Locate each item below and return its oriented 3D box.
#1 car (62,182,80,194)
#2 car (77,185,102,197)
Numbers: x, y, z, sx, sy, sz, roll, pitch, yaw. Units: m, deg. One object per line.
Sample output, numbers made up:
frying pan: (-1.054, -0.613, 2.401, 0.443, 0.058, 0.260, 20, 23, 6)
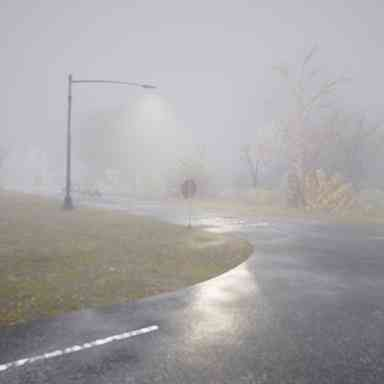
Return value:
car: (-20.808, -0.684, 57.525, 2.150, 2.045, 5.566, 1, 1, -35)
car: (-15.026, 0.012, 49.376, 1.895, 1.301, 4.718, 1, 1, -35)
